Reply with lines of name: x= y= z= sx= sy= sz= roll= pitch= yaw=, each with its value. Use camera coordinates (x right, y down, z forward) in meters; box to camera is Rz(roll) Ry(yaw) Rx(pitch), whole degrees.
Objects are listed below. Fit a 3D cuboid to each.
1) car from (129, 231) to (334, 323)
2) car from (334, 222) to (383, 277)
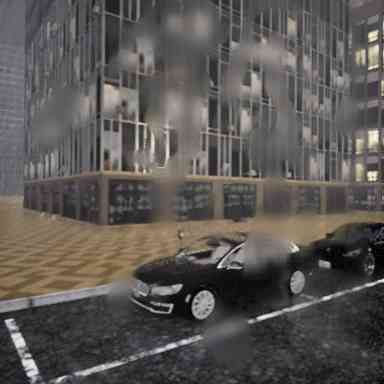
car: x=0.812 y=1.583 z=7.144 sx=4.403 sy=1.369 sz=2.008 roll=0 pitch=0 yaw=-36
car: x=5.441 y=1.636 z=10.457 sx=4.313 sy=1.339 sz=1.947 roll=0 pitch=0 yaw=-36
